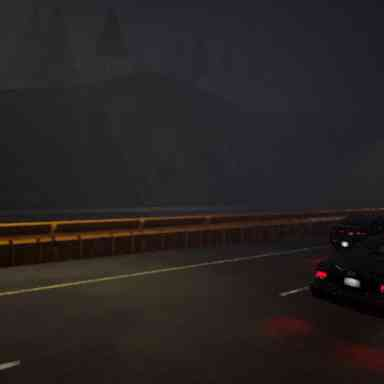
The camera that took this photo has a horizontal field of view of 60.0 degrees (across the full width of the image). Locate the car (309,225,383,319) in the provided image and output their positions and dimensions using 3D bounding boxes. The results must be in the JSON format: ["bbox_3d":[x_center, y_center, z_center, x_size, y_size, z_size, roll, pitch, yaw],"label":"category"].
[{"bbox_3d":[4.783,1.617,7.160,5.357,1.411,2.033,1,0,-36],"label":"car"}]

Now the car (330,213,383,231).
[{"bbox_3d":[7.474,1.627,13.385,4.892,1.490,1.837,0,0,-36],"label":"car"}]
